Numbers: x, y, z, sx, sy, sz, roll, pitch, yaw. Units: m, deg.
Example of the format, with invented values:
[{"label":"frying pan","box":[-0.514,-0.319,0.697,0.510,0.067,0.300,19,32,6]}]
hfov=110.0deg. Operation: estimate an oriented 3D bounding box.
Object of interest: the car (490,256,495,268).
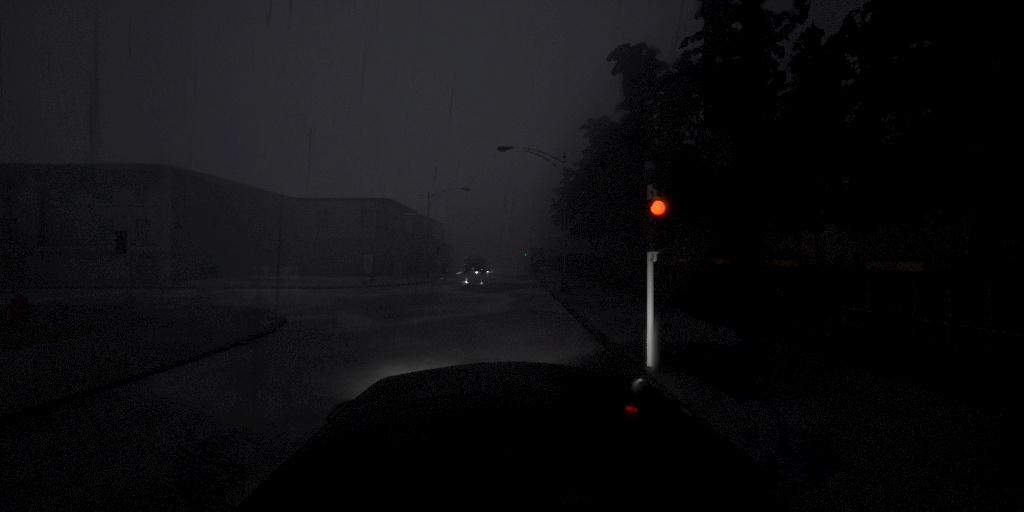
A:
[{"label":"car","box":[-4.027,0.971,60.523,2.150,2.045,5.566,0,0,1]}]

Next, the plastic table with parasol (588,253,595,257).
[{"label":"plastic table with parasol","box":[14.718,0.673,63.308,2.482,2.480,2.482,0,0,-42]}]

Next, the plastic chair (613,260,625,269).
[{"label":"plastic chair","box":[16.066,1.296,54.095,0.750,1.272,0.730,0,0,-40]}]

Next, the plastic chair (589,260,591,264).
[{"label":"plastic chair","box":[13.765,1.304,62.421,0.730,1.272,0.750,0,0,-35]}]

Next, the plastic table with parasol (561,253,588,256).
[{"label":"plastic table with parasol","box":[10.016,0.684,57.837,2.482,2.480,2.482,0,0,-40]}]

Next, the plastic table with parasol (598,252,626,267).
[{"label":"plastic table with parasol","box":[15.334,0.694,55.094,2.482,2.480,2.482,0,0,-40]}]

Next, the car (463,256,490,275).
[{"label":"car","box":[-4.070,0.971,40.154,2.150,2.045,5.566,0,0,0]}]

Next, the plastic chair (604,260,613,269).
[{"label":"plastic chair","box":[14.359,1.306,54.193,0.730,1.272,0.750,0,0,-35]}]

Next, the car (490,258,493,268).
[{"label":"car","box":[-4.056,1.351,50.331,1.895,1.301,4.718,0,0,0]}]
